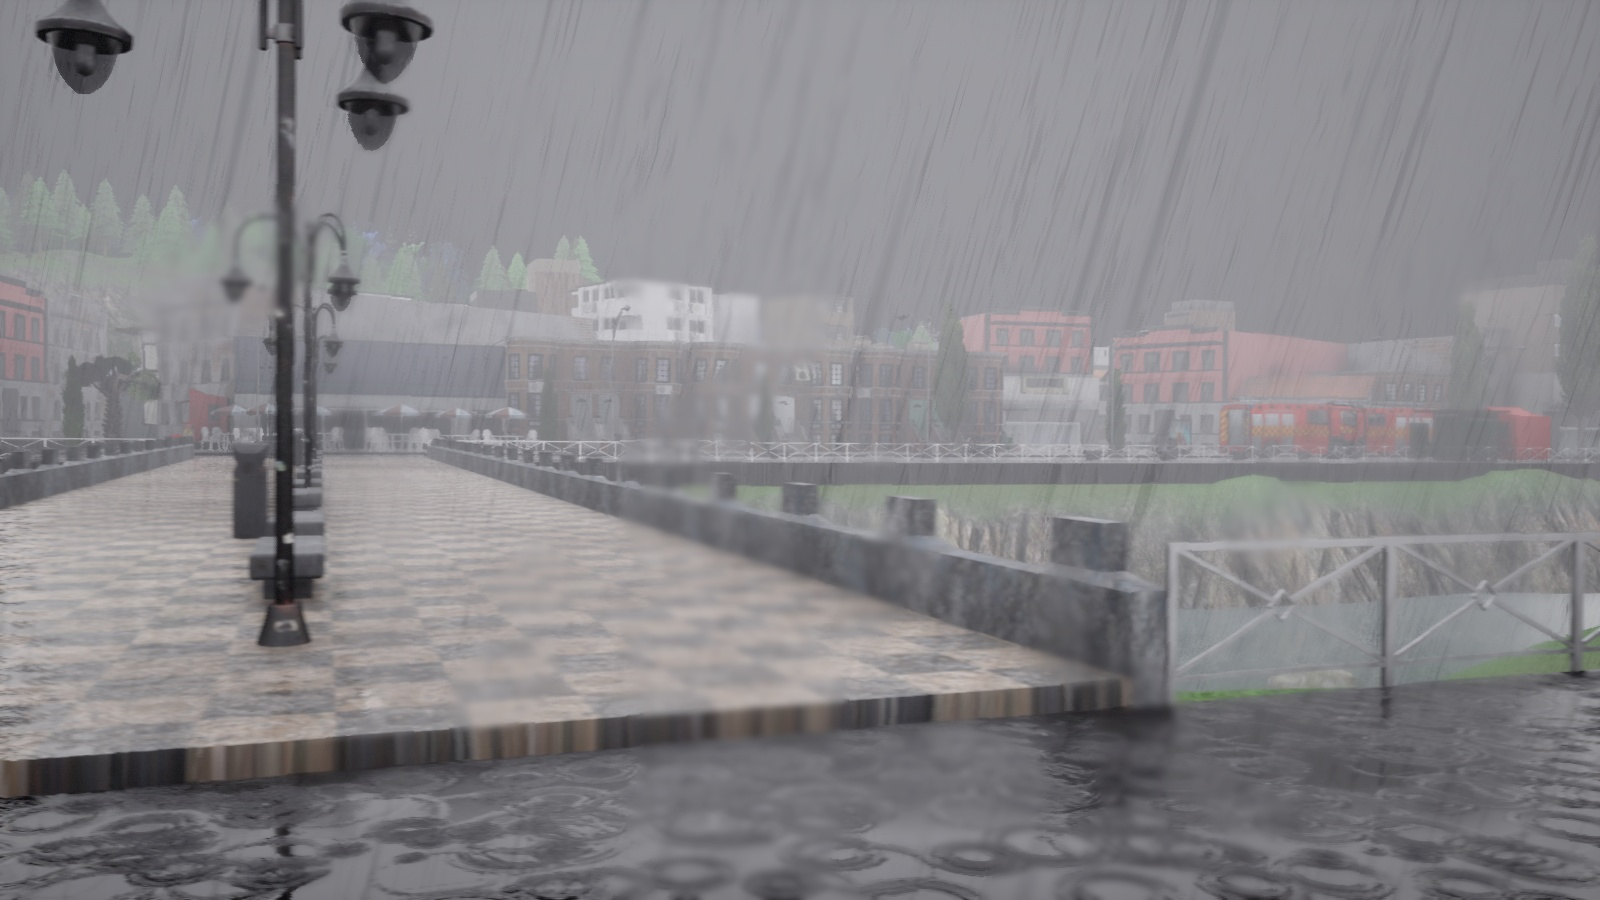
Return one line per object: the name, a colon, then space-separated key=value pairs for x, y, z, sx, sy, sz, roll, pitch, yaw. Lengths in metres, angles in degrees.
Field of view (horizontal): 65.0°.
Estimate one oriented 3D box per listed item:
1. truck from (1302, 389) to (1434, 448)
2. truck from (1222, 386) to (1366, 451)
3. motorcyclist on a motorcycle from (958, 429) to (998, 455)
truck: x=38.108 y=-2.149 z=84.219 sx=8.468 sy=3.827 sz=2.891 roll=-1 pitch=1 yaw=-21
truck: x=30.296 y=-1.947 z=76.973 sx=8.468 sy=3.827 sz=2.891 roll=-1 pitch=1 yaw=-21
motorcyclist on a motorcycle: x=10.443 y=-0.479 z=73.722 sx=2.191 sy=1.530 sz=0.866 roll=-1 pitch=1 yaw=-21
